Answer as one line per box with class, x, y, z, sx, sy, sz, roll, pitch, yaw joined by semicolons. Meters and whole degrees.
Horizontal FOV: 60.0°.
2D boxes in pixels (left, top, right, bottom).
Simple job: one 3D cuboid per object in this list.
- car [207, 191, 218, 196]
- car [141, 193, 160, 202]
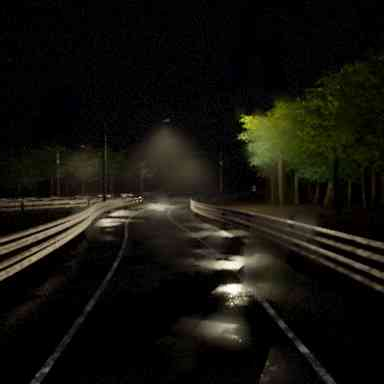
car;5.846;0.562;94.224;1.812;1.442;4.674;0;2;31
car;-8.638;0.963;69.988;2.097;1.767;4.553;0;2;31
